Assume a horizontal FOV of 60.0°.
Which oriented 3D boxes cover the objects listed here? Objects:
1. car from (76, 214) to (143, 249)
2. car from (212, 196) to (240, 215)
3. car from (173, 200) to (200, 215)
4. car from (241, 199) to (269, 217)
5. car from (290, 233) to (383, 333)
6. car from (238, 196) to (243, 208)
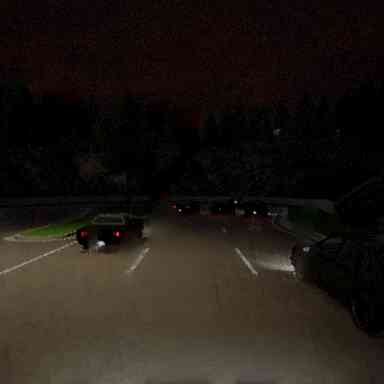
[{"bbox_3d":[-3.350,1.601,14.588,1.895,1.301,4.718,0,0,1],"label":"car"},{"bbox_3d":[3.315,1.477,33.995,1.882,1.535,5.008,0,0,16],"label":"car"},{"bbox_3d":[-0.518,1.525,33.292,1.812,1.442,4.674,0,0,15],"label":"car"},{"bbox_3d":[6.038,1.507,30.918,1.837,1.490,4.892,0,0,15],"label":"car"},{"bbox_3d":[3.602,1.547,6.708,2.033,1.411,5.357,0,0,0],"label":"car"},{"bbox_3d":[5.985,1.352,44.124,2.097,1.767,4.553,0,0,12],"label":"car"}]
